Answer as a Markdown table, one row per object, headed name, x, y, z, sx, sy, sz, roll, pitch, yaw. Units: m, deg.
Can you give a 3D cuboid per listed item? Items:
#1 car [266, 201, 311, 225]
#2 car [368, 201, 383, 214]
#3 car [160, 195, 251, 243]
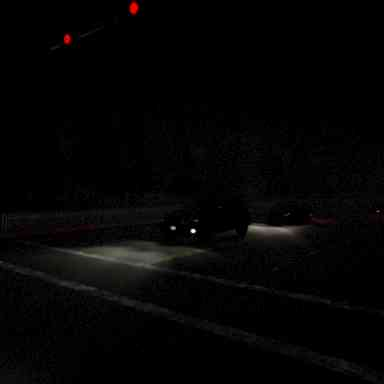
| name | x | y | z | sx | sy | sz | roll | pitch | yaw |
| --- | --- | --- | --- | --- | --- | --- | --- | --- | --- |
| car | 7.171 | 1.457 | 24.461 | 1.882 | 1.535 | 5.008 | 0 | 0 | 38 |
| car | 19.792 | 1.619 | 34.680 | 1.895 | 1.301 | 4.718 | 0 | 0 | 38 |
| car | 0.879 | 1.187 | 16.388 | 2.150 | 2.045 | 5.566 | 0 | 0 | 38 |
